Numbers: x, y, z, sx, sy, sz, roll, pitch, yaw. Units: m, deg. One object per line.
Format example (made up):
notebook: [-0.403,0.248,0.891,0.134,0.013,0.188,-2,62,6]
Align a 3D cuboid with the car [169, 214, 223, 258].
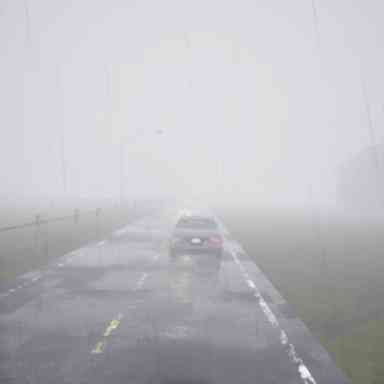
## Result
car: [0.160,1.576,12.896,2.033,1.411,5.357,0,0,1]

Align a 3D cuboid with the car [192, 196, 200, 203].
car: [1.051,1.706,77.948,2.128,1.511,4.902,0,0,1]

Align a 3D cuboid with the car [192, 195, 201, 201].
car: [1.193,1.679,88.265,2.128,1.511,4.902,0,0,1]
